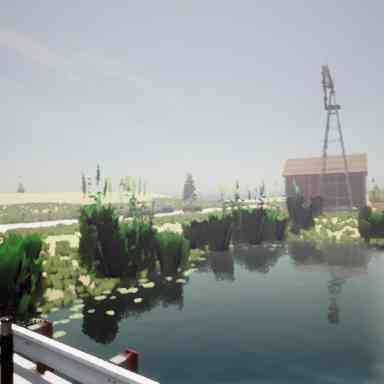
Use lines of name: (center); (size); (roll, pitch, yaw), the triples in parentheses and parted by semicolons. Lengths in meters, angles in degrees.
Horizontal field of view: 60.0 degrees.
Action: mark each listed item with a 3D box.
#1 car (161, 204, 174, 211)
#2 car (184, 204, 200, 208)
car: (-5.374, 3.045, 60.690); (2.097, 1.767, 4.553); (-2, -1, 34)
car: (0.174, 2.971, 63.195); (2.097, 1.767, 4.553); (-2, -1, 34)
